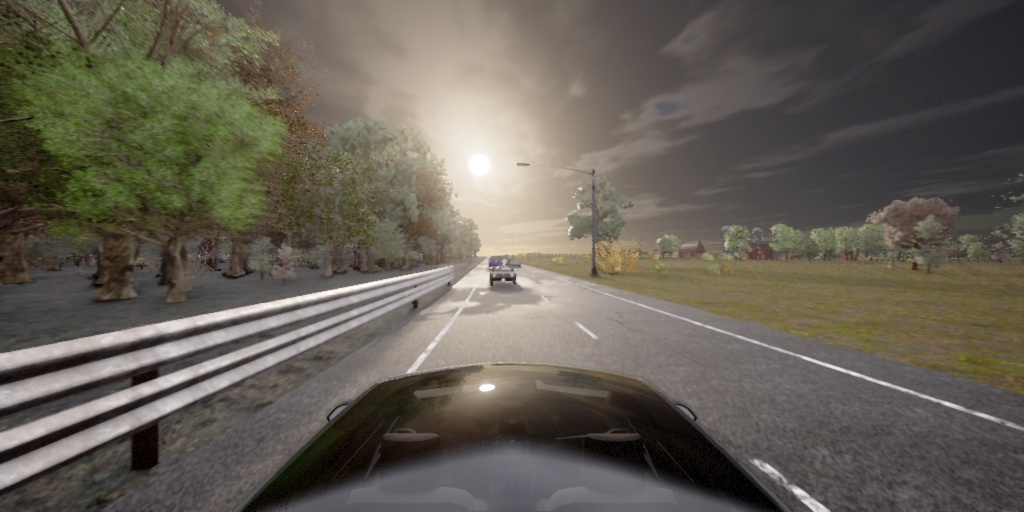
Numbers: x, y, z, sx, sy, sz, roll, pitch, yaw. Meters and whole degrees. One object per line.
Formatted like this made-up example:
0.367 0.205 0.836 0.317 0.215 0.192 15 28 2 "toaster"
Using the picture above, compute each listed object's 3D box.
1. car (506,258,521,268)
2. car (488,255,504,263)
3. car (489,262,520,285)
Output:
0.487 1.301 62.081 1.994 1.385 4.181 0 0 -4 "car"
-2.437 0.967 54.260 2.150 2.045 5.566 0 -1 -4 "car"
-0.718 1.356 26.587 1.895 1.301 4.718 0 0 -4 "car"
